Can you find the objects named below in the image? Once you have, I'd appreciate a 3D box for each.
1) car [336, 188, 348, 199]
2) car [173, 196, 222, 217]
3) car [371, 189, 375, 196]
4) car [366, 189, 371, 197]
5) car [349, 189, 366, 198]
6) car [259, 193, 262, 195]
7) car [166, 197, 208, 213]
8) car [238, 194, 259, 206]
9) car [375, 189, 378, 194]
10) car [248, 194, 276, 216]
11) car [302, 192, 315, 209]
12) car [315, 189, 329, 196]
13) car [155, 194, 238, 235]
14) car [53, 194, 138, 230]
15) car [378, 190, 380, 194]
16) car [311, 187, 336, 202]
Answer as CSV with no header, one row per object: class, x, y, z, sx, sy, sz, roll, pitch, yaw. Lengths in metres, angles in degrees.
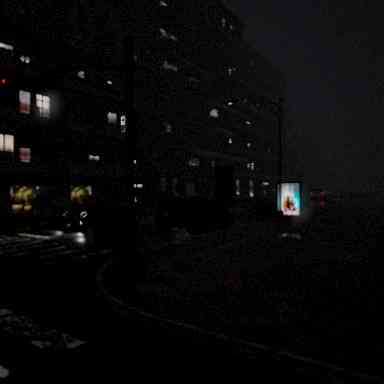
car,25.270,0.481,57.908,1.895,1.301,4.718,0,1,35
car,0.564,1.146,28.205,1.812,1.442,4.674,0,1,35
car,35.164,0.158,67.493,1.887,1.381,4.507,1,2,35
car,31.982,0.159,62.947,1.967,1.590,4.097,1,2,35
car,28.800,0.370,58.406,1.887,1.381,4.507,1,2,35
car,9.169,0.860,44.985,1.802,1.307,4.206,1,2,35
car,-0.375,1.173,31.357,1.802,1.307,4.206,1,2,35
car,5.988,0.934,40.442,2.008,1.369,4.403,1,2,35
car,38.346,0.051,72.037,1.887,1.381,4.507,1,2,35
car,6.524,1.126,26.601,1.947,1.339,4.313,1,2,35
car,9.707,1.023,31.145,1.947,1.339,4.313,1,2,35
car,28.257,0.084,72.237,1.967,1.590,4.097,1,2,35
car,0.160,1.082,17.508,2.192,1.841,5.009,1,2,35
car,-5.370,1.165,19.679,2.097,1.767,4.553,0,1,34
car,44.710,-0.157,81.124,2.008,1.369,4.403,1,2,35
car,19.094,0.307,49.095,2.150,2.045,5.566,0,1,35
